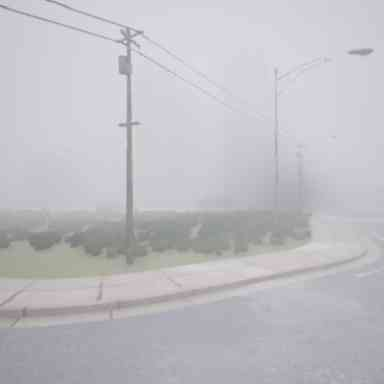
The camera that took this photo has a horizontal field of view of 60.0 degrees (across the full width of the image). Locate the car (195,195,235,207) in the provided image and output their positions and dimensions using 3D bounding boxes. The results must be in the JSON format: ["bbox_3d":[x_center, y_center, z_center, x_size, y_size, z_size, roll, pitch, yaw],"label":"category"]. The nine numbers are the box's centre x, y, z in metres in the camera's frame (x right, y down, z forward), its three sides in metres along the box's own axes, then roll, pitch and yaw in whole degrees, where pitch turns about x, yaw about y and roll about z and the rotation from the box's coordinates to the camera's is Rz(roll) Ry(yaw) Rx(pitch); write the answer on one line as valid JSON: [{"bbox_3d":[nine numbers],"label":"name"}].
[{"bbox_3d":[3.183,1.430,46.773,5.566,2.045,2.150,0,0,17],"label":"car"}]

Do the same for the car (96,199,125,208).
[{"bbox_3d":[-10.412,1.768,42.862,2.242,1.667,4.611,0,0,18],"label":"car"}]
